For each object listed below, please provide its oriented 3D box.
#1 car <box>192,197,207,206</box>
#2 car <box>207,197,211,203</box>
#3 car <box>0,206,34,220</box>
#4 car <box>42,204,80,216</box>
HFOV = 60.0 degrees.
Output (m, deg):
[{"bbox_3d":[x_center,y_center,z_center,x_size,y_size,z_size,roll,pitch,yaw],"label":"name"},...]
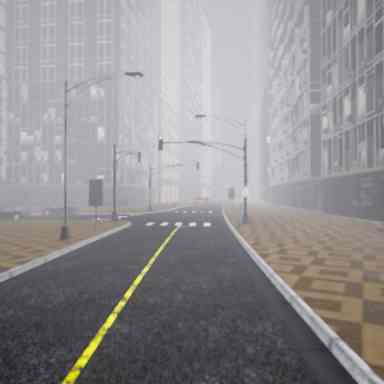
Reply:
[{"bbox_3d":[1.219,1.722,63.964,2.097,1.767,4.553,0,0,8],"label":"car"},{"bbox_3d":[3.474,1.934,79.261,1.837,1.490,4.892,0,0,9],"label":"car"},{"bbox_3d":[-17.314,2.015,31.662,4.403,1.369,2.008,-1,0,11],"label":"car"},{"bbox_3d":[-15.715,2.110,39.887,4.403,1.369,2.008,-1,0,11],"label":"car"}]
